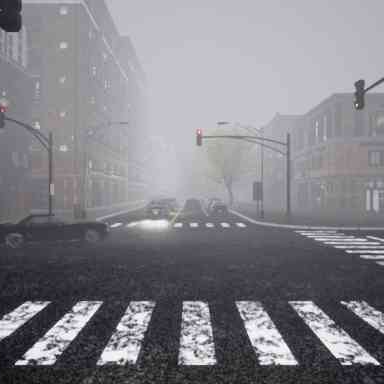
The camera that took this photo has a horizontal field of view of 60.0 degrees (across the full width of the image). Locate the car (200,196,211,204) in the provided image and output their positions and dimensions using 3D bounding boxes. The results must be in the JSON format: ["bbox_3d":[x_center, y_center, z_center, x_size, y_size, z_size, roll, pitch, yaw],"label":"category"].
[{"bbox_3d":[2.702,1.536,67.794,1.967,1.590,4.097,0,0,0],"label":"car"}]

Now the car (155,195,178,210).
[{"bbox_3d":[-3.086,1.518,40.273,1.882,1.535,5.008,0,0,0],"label":"car"}]

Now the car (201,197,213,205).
[{"bbox_3d":[2.702,1.633,62.097,2.008,1.369,4.403,0,0,0],"label":"car"}]

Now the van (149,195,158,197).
[{"bbox_3d":[-5.682,1.399,50.707,1.690,1.788,3.998,0,0,0],"label":"van"}]

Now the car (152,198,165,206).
[{"bbox_3d":[-5.680,1.651,56.404,1.802,1.307,4.206,0,0,0],"label":"car"}]

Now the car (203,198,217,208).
[{"bbox_3d":[2.699,1.640,50.704,1.802,1.307,4.206,0,0,0],"label":"car"}]

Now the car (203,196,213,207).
[{"bbox_3d":[2.697,1.479,39.310,1.967,1.590,4.097,0,0,0],"label":"car"}]

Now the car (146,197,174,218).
[{"bbox_3d":[-3.095,1.516,30.825,2.128,1.511,4.902,0,0,0],"label":"car"}]

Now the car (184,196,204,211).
[{"bbox_3d":[0.113,1.518,40.513,1.882,1.535,5.008,0,0,0],"label":"car"}]

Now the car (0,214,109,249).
[{"bbox_3d":[-6.060,1.604,14.410,4.718,1.301,1.895,0,0,-24],"label":"car"}]

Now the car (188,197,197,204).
[{"bbox_3d":[0.115,1.699,68.592,1.895,1.301,4.718,0,0,0],"label":"car"}]

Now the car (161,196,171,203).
[{"bbox_3d":[-5.677,1.663,73.494,2.008,1.369,4.403,0,0,0],"label":"car"}]

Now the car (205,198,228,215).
[{"bbox_3d":[2.696,1.580,33.613,2.008,1.369,4.403,0,0,0],"label":"car"}]

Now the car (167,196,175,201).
[{"bbox_3d":[-5.674,1.687,90.415,1.752,1.417,4.829,0,0,0],"label":"car"}]

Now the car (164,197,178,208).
[{"bbox_3d":[-3.077,1.583,50.371,1.812,1.442,4.674,0,0,0],"label":"car"}]

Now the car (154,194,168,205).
[{"bbox_3d":[-5.680,1.397,62.101,2.192,1.841,5.009,0,0,0],"label":"car"}]
